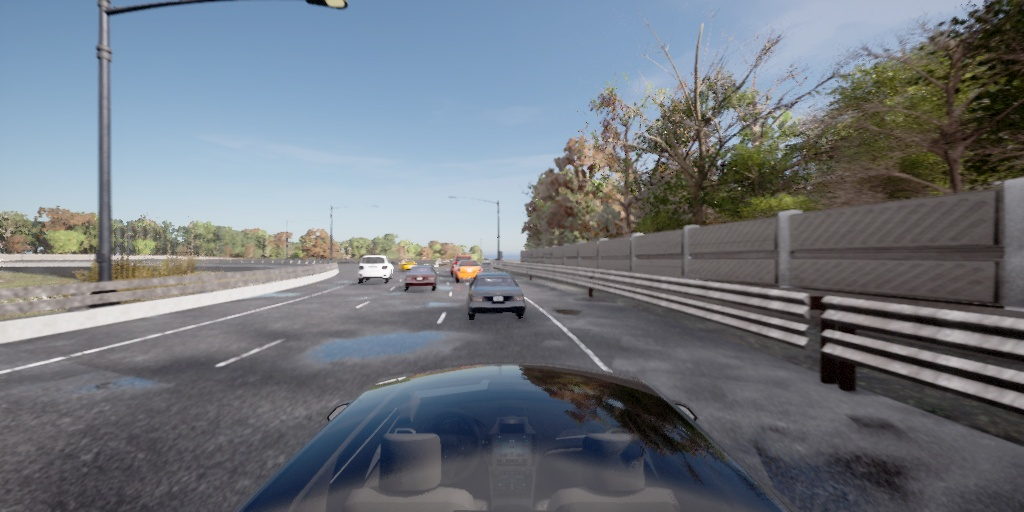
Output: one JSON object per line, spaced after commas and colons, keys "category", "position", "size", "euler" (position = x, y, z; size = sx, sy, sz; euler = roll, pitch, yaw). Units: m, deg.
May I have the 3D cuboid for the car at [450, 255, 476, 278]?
{"category": "car", "position": [-4.856, 0.971, 35.149], "size": [2.150, 2.045, 5.566], "euler": [0, 0, -11]}

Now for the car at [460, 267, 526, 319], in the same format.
{"category": "car", "position": [-0.672, 1.293, 12.918], "size": [2.033, 1.411, 5.357], "euler": [0, 0, -6]}

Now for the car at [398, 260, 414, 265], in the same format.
{"category": "car", "position": [-13.800, 1.250, 47.190], "size": [1.882, 1.535, 5.008], "euler": [0, 0, -25]}

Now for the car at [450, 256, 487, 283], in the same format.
{"category": "car", "position": [-3.558, 1.101, 28.670], "size": [2.097, 1.767, 4.553], "euler": [0, 0, -12]}

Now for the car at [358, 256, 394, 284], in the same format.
{"category": "car", "position": [-10.558, 0.993, 28.020], "size": [2.150, 2.045, 5.566], "euler": [0, 0, -15]}

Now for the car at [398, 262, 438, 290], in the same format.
{"category": "car", "position": [-5.650, 1.305, 22.479], "size": [2.033, 1.411, 5.357], "euler": [0, 0, -12]}
